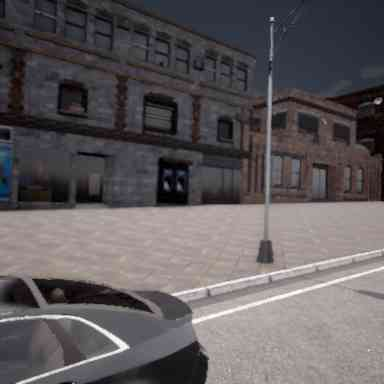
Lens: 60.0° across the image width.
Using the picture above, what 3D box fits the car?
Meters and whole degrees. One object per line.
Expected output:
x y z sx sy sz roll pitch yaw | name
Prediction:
-2.114 1.504 2.278 4.892 1.490 1.837 0 0 -36 | car
